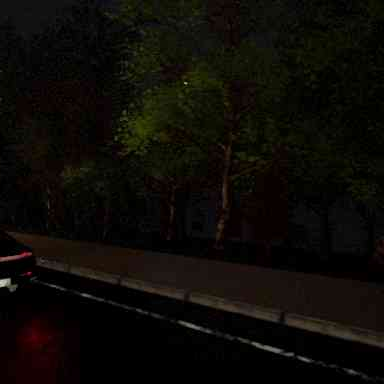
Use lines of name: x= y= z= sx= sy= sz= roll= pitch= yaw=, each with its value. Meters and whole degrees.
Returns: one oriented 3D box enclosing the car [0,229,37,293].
car: x=-5.516 y=1.479 z=7.618 sx=4.902 sy=1.511 sz=2.128 roll=0 pitch=0 yaw=35
